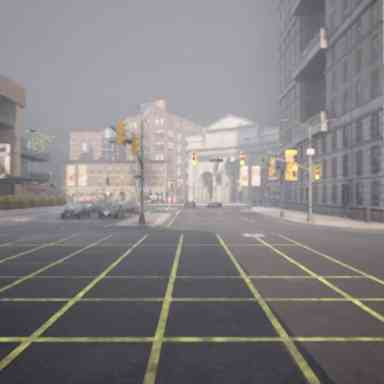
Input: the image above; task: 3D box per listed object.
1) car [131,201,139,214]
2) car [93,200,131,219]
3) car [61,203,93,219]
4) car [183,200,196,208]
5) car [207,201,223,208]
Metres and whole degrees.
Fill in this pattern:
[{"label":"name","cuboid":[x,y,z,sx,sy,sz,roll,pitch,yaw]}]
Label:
[{"label":"car","cuboid":[-8.033,1.982,43.108,1.837,1.490,4.892,0,-1,0]},{"label":"car","cuboid":[-8.026,1.866,33.732,2.128,1.511,4.902,0,-1,0]},{"label":"car","cuboid":[-11.523,1.897,33.418,1.812,1.442,4.674,0,-1,0]},{"label":"car","cuboid":[-0.400,2.155,59.998,2.128,1.511,4.902,0,-1,-8]},{"label":"car","cuboid":[4.170,2.227,60.026,1.994,1.385,4.181,0,-1,20]}]
